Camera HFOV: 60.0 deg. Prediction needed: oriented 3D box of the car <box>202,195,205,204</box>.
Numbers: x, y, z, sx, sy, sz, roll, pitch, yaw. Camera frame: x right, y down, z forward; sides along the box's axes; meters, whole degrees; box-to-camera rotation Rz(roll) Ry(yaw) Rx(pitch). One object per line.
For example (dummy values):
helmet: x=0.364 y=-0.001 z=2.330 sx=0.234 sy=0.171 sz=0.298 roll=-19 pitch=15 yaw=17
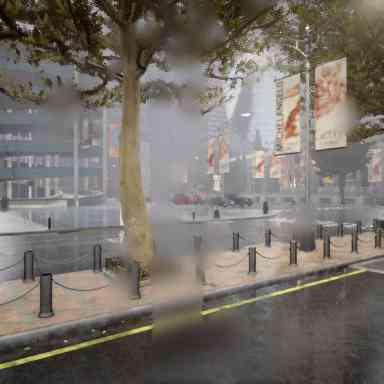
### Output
car: x=1.494 y=1.352 z=60.949 sx=2.097 sy=1.767 sz=4.553 roll=0 pitch=0 yaw=-37

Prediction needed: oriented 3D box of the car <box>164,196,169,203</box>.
car: x=-5.116 y=1.547 z=69.055 sx=2.033 sy=1.411 sz=5.357 roll=0 pitch=0 yaw=-45

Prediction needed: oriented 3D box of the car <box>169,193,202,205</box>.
car: x=-1.166 y=1.221 z=58.722 sx=2.150 sy=2.045 sz=5.566 roll=0 pitch=0 yaw=-36

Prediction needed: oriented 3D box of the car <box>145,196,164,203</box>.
car: x=-8.507 y=1.503 z=67.239 sx=4.892 sy=1.490 sz=1.837 roll=1 pitch=0 yaw=41

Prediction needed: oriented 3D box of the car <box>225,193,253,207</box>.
car: x=7.194 y=1.221 z=53.084 sx=2.150 sy=2.045 sz=5.566 roll=0 pitch=0 yaw=-36

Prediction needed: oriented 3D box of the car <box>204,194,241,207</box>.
car: x=4.583 y=1.492 z=50.713 sx=2.128 sy=1.511 sz=4.902 roll=0 pitch=0 yaw=-35
